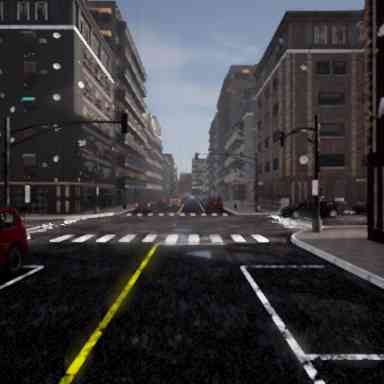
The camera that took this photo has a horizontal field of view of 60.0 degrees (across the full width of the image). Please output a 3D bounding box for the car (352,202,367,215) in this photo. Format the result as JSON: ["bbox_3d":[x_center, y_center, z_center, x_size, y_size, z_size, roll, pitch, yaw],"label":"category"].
[{"bbox_3d":[16.350,1.262,29.099,4.313,1.339,1.947,-1,1,0],"label":"car"}]

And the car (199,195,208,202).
[{"bbox_3d":[2.677,1.606,78.940,1.967,1.590,4.097,0,0,0],"label":"car"}]

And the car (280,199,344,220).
[{"bbox_3d":[9.451,1.380,26.407,4.892,1.490,1.837,-4,0,0],"label":"car"}]

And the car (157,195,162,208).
[{"bbox_3d":[-5.698,1.503,45.666,1.967,1.590,4.097,0,0,0],"label":"car"}]

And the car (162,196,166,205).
[{"bbox_3d":[-5.699,1.392,51.210,2.192,1.841,5.009,0,0,0],"label":"car"}]

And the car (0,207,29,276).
[{"bbox_3d":[-5.692,1.318,7.622,2.192,1.841,5.009,0,0,0],"label":"car"}]

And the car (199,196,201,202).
[{"bbox_3d":[2.681,1.658,56.758,1.947,1.339,4.313,0,0,0],"label":"car"}]

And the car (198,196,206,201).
[{"bbox_3d":[2.676,1.763,90.031,2.008,1.369,4.403,0,0,0],"label":"car"}]

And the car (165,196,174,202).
[{"bbox_3d":[-5.704,1.732,84.470,1.887,1.381,4.507,0,0,0],"label":"car"}]

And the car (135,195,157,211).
[{"bbox_3d":[-5.697,1.489,40.121,1.967,1.590,4.097,0,0,0],"label":"car"}]

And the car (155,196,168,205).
[{"bbox_3d":[-5.700,1.547,62.297,1.967,1.590,4.097,0,0,0],"label":"car"}]

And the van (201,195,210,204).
[{"bbox_3d":[2.678,1.466,67.851,1.690,1.788,3.998,0,0,0],"label":"van"}]

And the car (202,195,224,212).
[{"bbox_3d":[2.683,1.365,40.121,2.192,1.841,5.009,0,0,0],"label":"car"}]

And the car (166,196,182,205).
[{"bbox_3d":[-3.044,1.457,61.628,2.097,1.767,4.553,0,0,1],"label":"car"}]
